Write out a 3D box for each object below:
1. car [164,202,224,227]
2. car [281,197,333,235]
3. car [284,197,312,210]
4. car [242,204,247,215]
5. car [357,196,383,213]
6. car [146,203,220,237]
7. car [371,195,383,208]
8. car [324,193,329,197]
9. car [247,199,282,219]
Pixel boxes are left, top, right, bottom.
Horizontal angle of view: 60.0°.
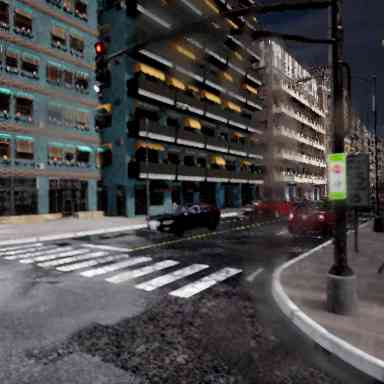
[{"bbox_3d":[0.265,1.489,23.299,1.887,1.381,4.507,-1,0,36],"label":"car"},{"bbox_3d":[6.483,1.212,17.262,1.967,1.590,4.097,-1,0,36],"label":"car"},{"bbox_3d":[12.946,1.343,40.577,1.947,1.339,4.313,-1,0,36],"label":"car"},{"bbox_3d":[6.281,1.415,31.415,2.008,1.369,4.403,-1,0,36],"label":"car"},{"bbox_3d":[16.389,1.208,31.067,1.947,1.339,4.313,-1,0,36],"label":"car"},{"bbox_3d":[-0.373,1.417,17.862,2.128,1.511,4.902,-2,0,38],"label":"car"},{"bbox_3d":[23.052,1.100,40.229,1.887,1.381,4.507,-1,0,36],"label":"car"},{"bbox_3d":[19.544,1.210,45.101,2.033,1.411,5.357,-2,0,36],"label":"car"},{"bbox_3d":[6.795,1.308,27.730,1.882,1.535,5.008,-2,0,36],"label":"car"}]
